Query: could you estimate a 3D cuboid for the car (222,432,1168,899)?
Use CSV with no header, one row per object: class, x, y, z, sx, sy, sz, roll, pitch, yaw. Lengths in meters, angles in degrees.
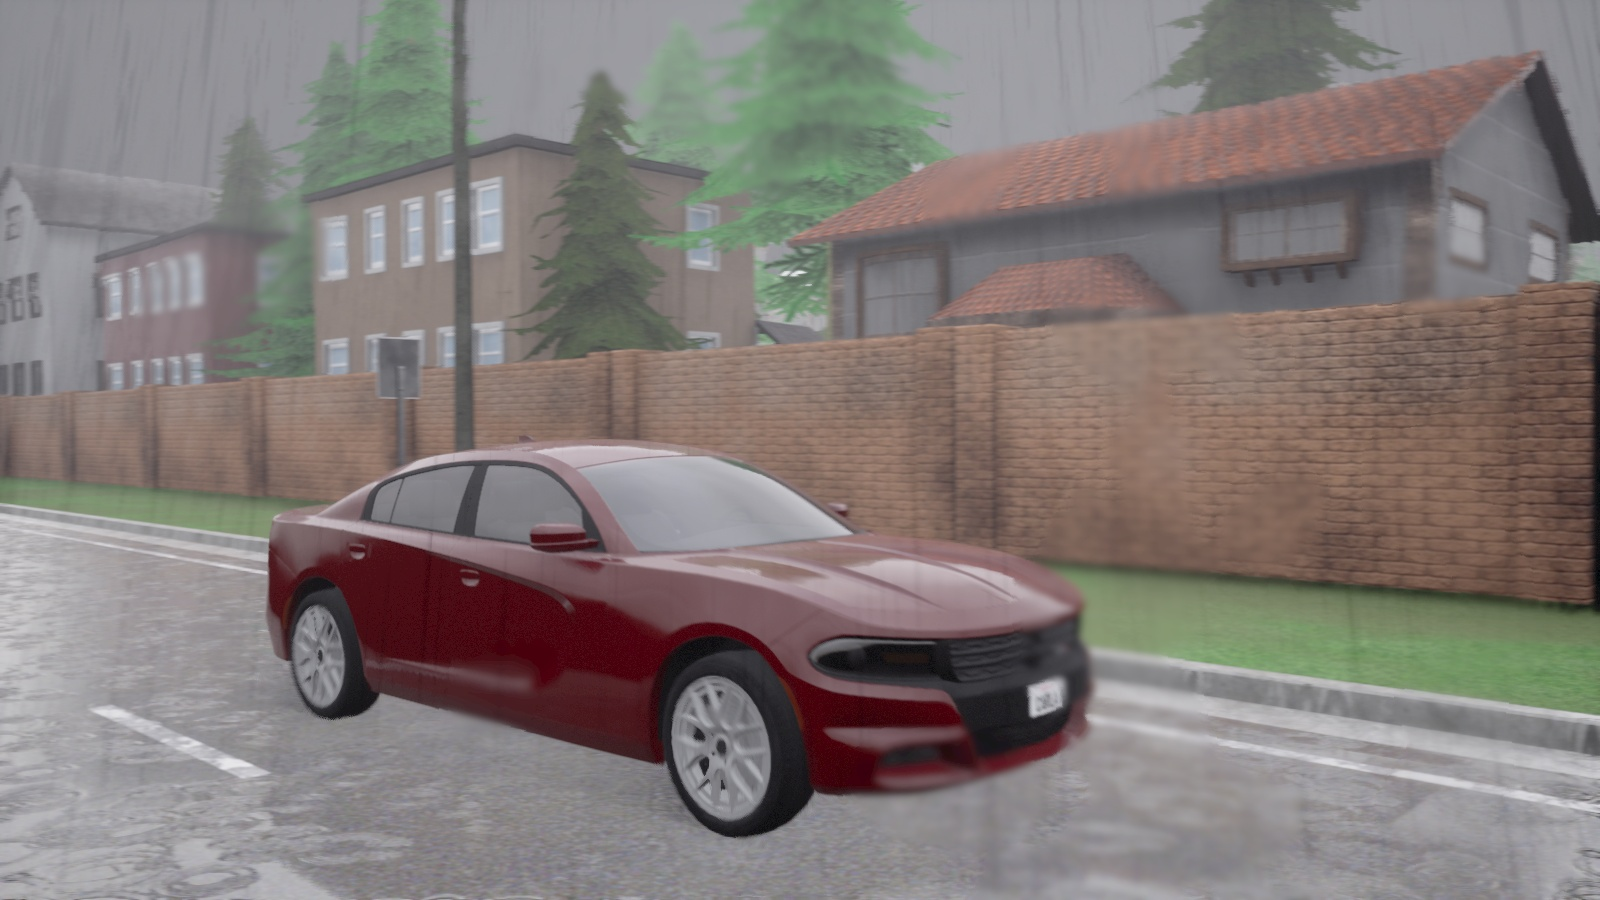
car,-0.891,0.678,6.455,5.008,1.535,1.882,1,1,41
